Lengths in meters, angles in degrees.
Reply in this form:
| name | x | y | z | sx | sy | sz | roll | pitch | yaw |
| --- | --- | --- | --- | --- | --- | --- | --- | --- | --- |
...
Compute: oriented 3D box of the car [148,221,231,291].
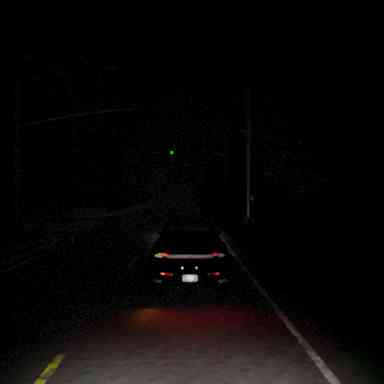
| name | x | y | z | sx | sy | sz | roll | pitch | yaw |
| --- | --- | --- | --- | --- | --- | --- | --- | --- | --- |
| car | -0.073 | 1.532 | 9.140 | 2.128 | 1.511 | 4.902 | 0 | 0 | -1 |
